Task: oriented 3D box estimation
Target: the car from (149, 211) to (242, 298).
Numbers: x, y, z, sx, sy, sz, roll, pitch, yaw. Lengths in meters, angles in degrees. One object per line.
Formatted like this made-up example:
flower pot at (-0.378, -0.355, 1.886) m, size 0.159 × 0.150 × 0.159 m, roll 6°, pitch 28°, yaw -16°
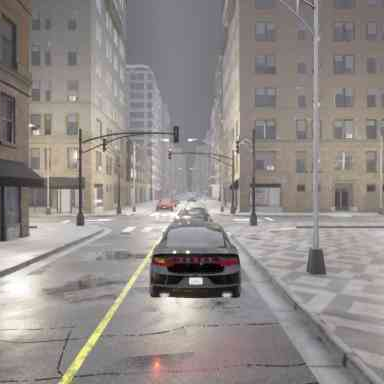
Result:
car at (0.066, 1.477, 8.556) m, size 1.882 × 1.535 × 5.008 m, roll 0°, pitch 0°, yaw 0°

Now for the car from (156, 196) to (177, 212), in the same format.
car at (-3.142, 1.475, 39.736) m, size 1.882 × 1.535 × 5.008 m, roll 0°, pitch 0°, yaw -1°

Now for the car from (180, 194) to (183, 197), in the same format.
car at (-3.134, 1.502, 59.642) m, size 1.837 × 1.490 × 4.892 m, roll 0°, pitch 0°, yaw 0°

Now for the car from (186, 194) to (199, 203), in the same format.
car at (-0.007, 1.597, 70.776) m, size 1.895 × 1.301 × 4.718 m, roll 0°, pitch 0°, yaw 0°

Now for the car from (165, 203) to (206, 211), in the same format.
car at (0.088, 1.546, 18.366) m, size 2.033 × 1.411 × 5.357 m, roll 0°, pitch 0°, yaw 6°

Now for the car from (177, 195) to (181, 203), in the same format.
car at (-3.121, 1.544, 49.468) m, size 2.033 × 1.411 × 5.357 m, roll 0°, pitch 0°, yaw 0°
